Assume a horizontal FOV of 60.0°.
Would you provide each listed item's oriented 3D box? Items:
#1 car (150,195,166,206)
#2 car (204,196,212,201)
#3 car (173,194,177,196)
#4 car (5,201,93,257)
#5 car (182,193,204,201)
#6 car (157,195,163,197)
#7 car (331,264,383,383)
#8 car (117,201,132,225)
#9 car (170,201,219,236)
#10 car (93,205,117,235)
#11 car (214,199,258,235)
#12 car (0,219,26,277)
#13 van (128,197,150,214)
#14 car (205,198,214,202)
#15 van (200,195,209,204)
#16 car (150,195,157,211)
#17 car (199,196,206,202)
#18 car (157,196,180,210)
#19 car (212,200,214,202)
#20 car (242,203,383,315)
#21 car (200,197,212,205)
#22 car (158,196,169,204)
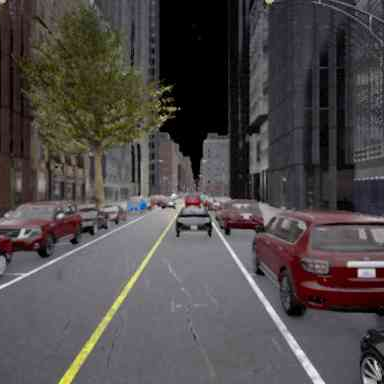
[{"bbox_3d":[-5.874,1.421,58.226,2.192,1.841,5.009,0,0,0],"label":"car"},{"bbox_3d":[2.655,1.620,46.936,1.887,1.381,4.507,0,0,0],"label":"car"},{"bbox_3d":[-5.891,1.774,91.859,1.752,1.417,4.829,0,-1,1],"label":"car"},{"bbox_3d":[-5.860,1.324,13.110,2.192,1.841,5.009,0,0,0],"label":"car"},{"bbox_3d":[0.087,1.289,44.991,2.150,2.045,5.566,0,0,0],"label":"car"},{"bbox_3d":[-5.872,1.405,52.587,2.192,1.841,5.009,0,0,0],"label":"car"},{"bbox_3d":[2.668,1.567,1.825,1.947,1.339,4.313,0,0,0],"label":"car"},{"bbox_3d":[-5.864,1.601,24.388,1.802,1.307,4.206,0,0,0],"label":"car"},{"bbox_3d":[0.095,1.504,18.430,2.128,1.511,4.902,0,0,0],"label":"car"},{"bbox_3d":[-5.862,1.579,18.750,1.947,1.339,4.313,0,0,0],"label":"car"},{"bbox_3d":[2.664,1.328,18.743,2.192,1.841,5.009,0,0,0],"label":"car"},{"bbox_3d":[-5.859,1.550,7.470,1.887,1.381,4.507,0,0,0],"label":"car"},{"bbox_3d":[-5.868,1.385,35.668,1.690,1.788,3.998,0,0,0],"label":"van"},{"bbox_3d":[2.658,1.626,35.657,1.802,1.307,4.206,0,0,0],"label":"car"},{"bbox_3d":[2.647,1.486,69.492,1.690,1.788,3.998,0,0,0],"label":"van"},{"bbox_3d":[-5.870,1.500,41.307,1.967,1.590,4.097,0,0,0],"label":"car"},{"bbox_3d":[2.644,1.749,86.616,1.752,1.417,4.829,0,-1,1],"label":"car"},{"bbox_3d":[-3.056,1.616,44.519,2.033,1.411,5.357,0,0,1],"label":"car"},{"bbox_3d":[2.661,1.544,24.550,1.752,1.417,4.829,0,0,0],"label":"car"},{"bbox_3d":[2.667,1.320,7.464,2.192,1.841,5.009,0,0,0],"label":"car"},{"bbox_3d":[2.650,1.690,63.853,1.947,1.339,4.313,0,0,0],"label":"car"},{"bbox_3d":[-5.878,1.585,69.505,1.967,1.590,4.097,0,0,0],"label":"car"}]
